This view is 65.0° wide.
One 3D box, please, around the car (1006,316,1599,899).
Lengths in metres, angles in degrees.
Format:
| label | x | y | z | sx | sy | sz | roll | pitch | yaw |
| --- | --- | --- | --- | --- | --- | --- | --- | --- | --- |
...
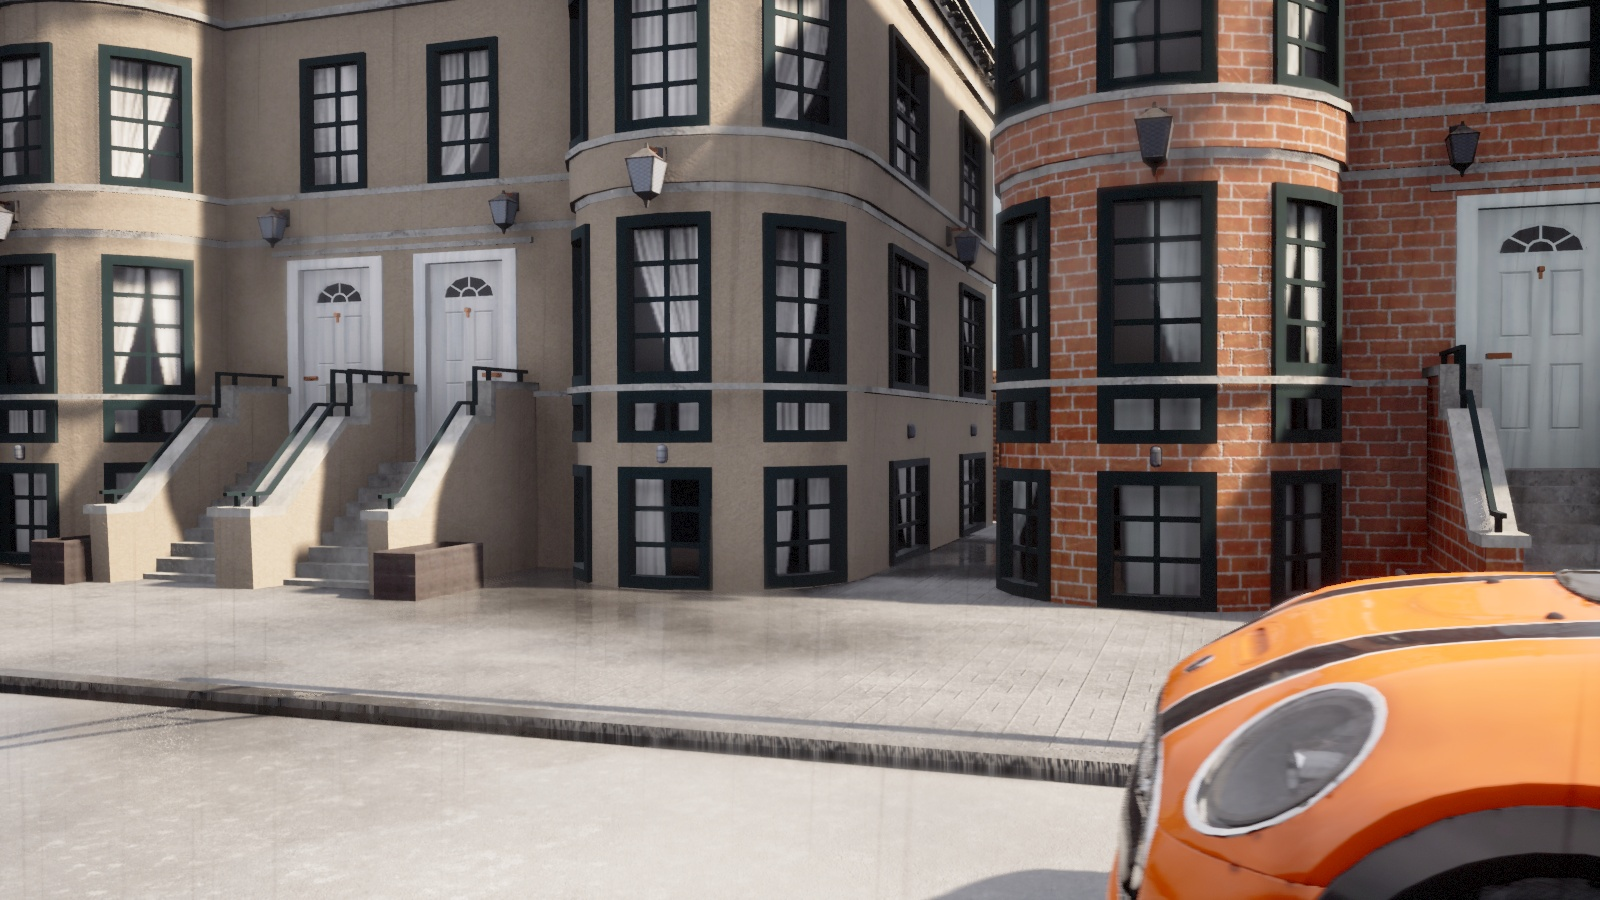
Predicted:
| label | x | y | z | sx | sy | sz | roll | pitch | yaw |
| --- | --- | --- | --- | --- | --- | --- | --- | --- | --- |
| car | 2.899 | 0.652 | 2.743 | 4.553 | 1.767 | 2.097 | 1 | 1 | 19 |
